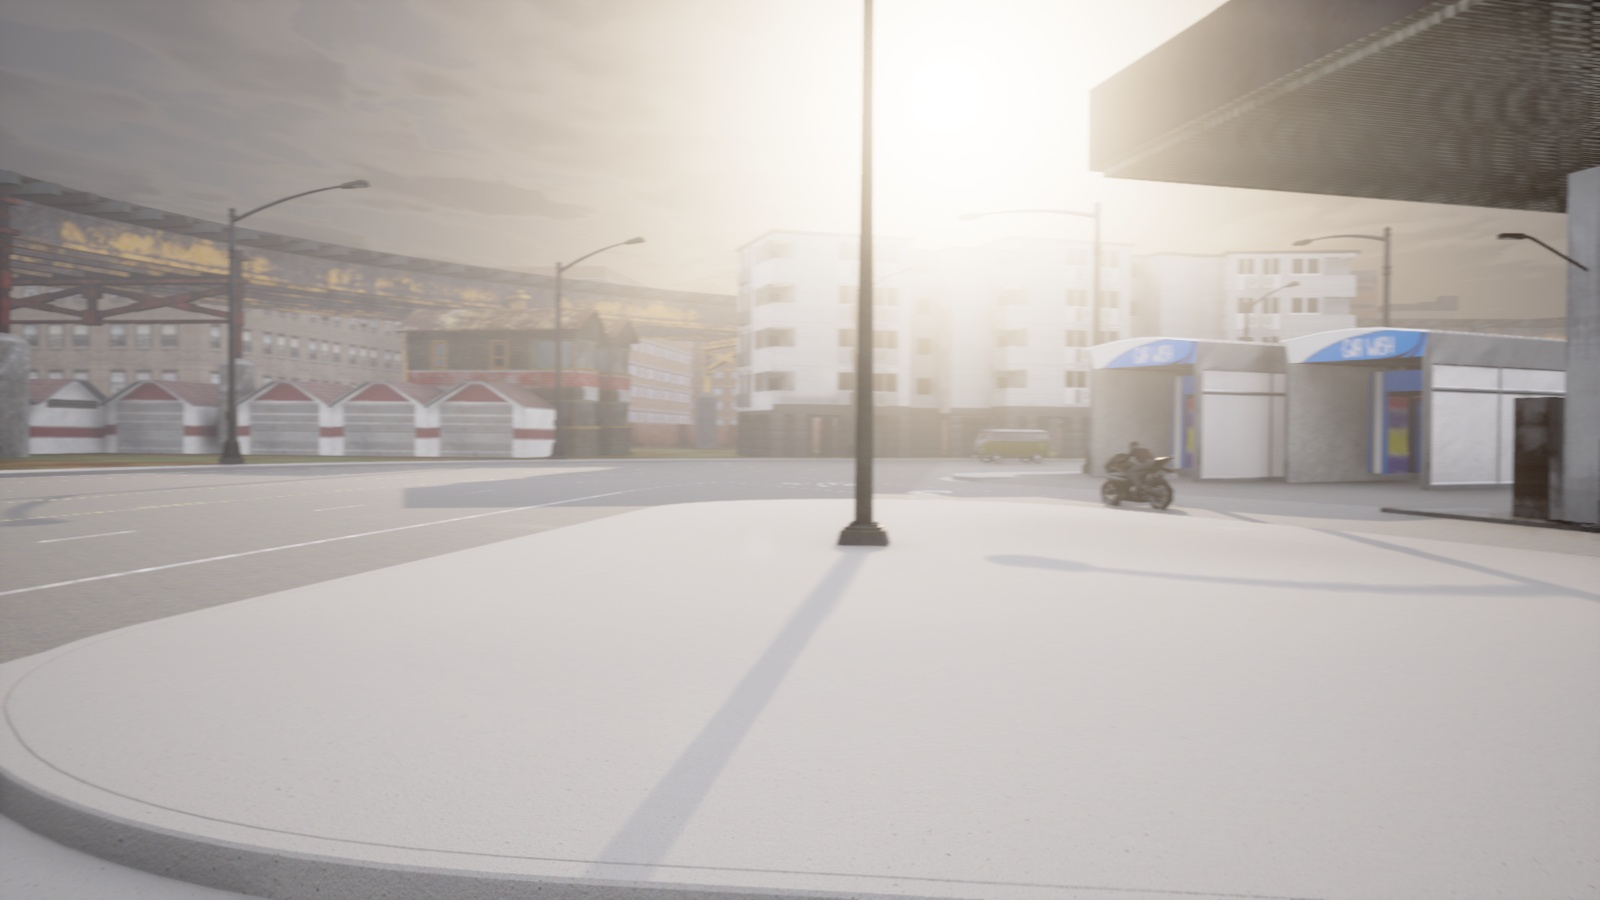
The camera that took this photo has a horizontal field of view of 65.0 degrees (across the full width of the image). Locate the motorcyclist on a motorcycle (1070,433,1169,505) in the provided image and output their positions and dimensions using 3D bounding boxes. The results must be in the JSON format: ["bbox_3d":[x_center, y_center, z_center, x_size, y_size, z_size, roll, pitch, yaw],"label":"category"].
[{"bbox_3d":[7.048,0.400,27.846,0.866,1.530,2.191,-1,1,-28],"label":"motorcyclist on a motorcycle"}]

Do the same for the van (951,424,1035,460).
[{"bbox_3d":[11.092,-0.483,72.301,4.442,1.987,1.775,-1,1,-18],"label":"van"}]
